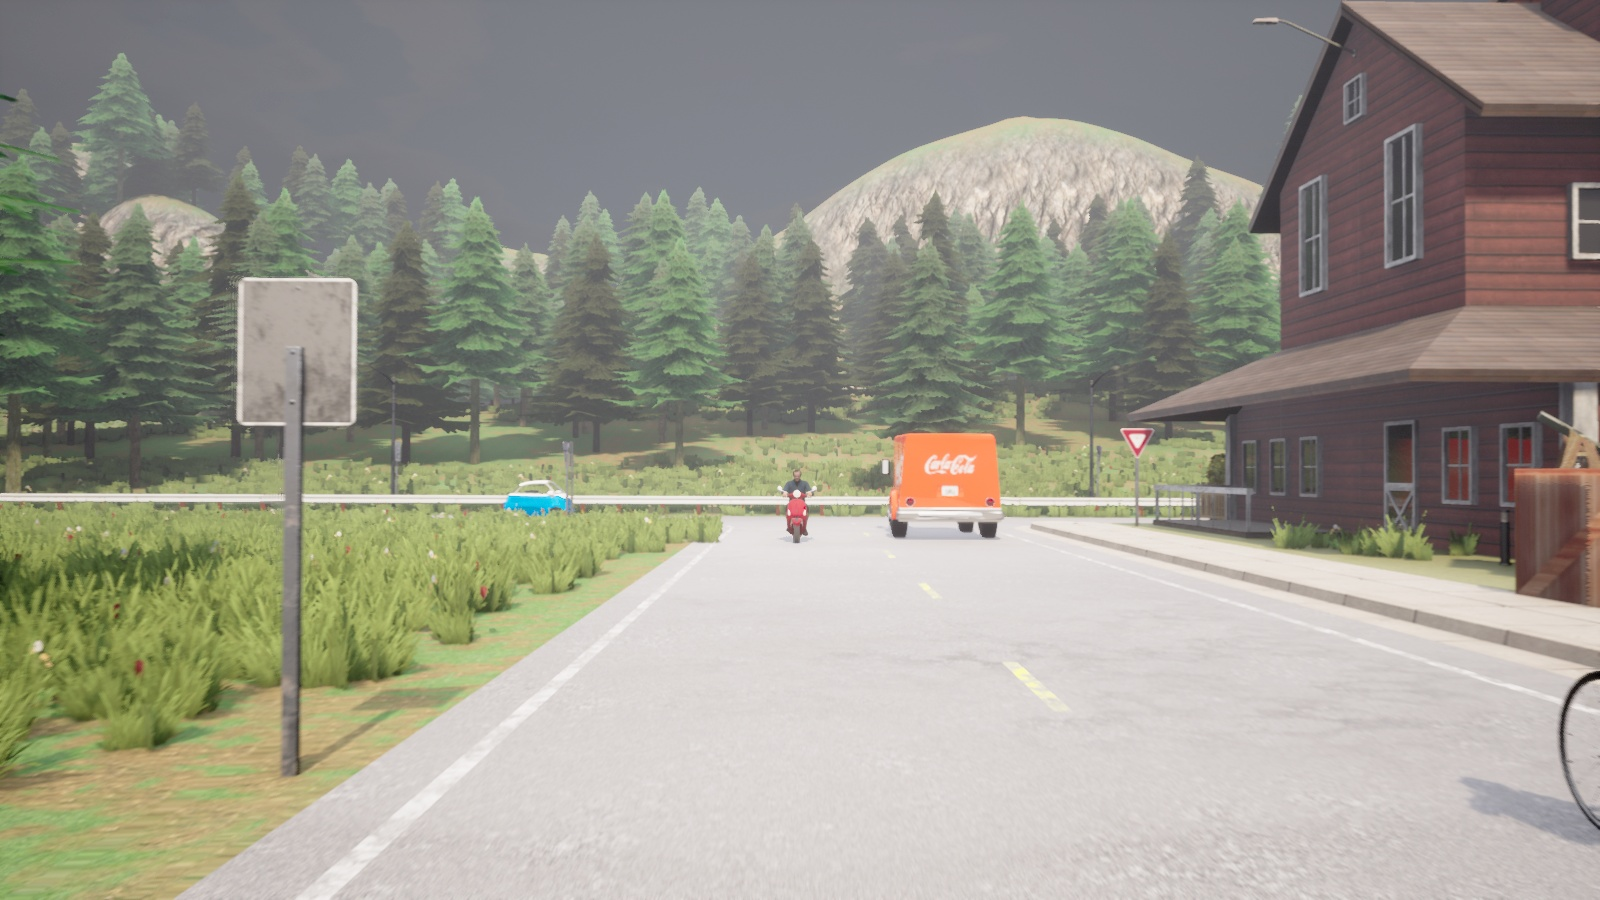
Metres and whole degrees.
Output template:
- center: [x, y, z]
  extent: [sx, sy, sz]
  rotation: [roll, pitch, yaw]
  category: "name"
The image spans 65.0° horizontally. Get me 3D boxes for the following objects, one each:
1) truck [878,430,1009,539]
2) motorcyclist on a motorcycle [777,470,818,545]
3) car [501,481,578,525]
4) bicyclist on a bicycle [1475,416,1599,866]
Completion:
- center: [3.423, 0.837, 31.215]
  extent: [2.627, 2.467, 5.204]
  rotation: [0, -1, 0]
  category: "truck"
- center: [-0.058, 1.229, 27.514]
  extent: [0.866, 1.590, 1.817]
  rotation: [0, -1, 0]
  category: "motorcyclist on a motorcycle"
- center: [-8.544, 1.734, 41.241]
  extent: [2.207, 1.376, 1.481]
  rotation: [-1, -1, 0]
  category: "car"
- center: [3.488, 0.754, 4.937]
  extent: [0.659, 1.776, 1.843]
  rotation: [0, -1, 0]
  category: "bicyclist on a bicycle"
